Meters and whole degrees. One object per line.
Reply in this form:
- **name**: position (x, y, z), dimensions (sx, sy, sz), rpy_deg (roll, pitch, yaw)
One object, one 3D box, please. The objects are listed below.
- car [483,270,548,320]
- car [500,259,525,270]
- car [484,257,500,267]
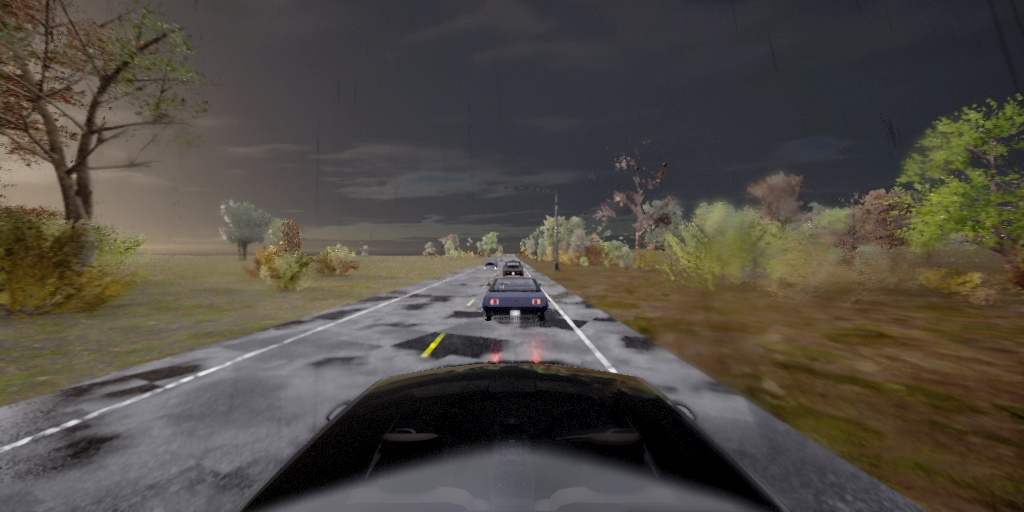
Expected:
- **car**: position (0.099, 1.341, 12.486), dimensions (1.895, 1.301, 4.718), rpy_deg (0, 0, 0)
- **car**: position (0.099, 1.211, 32.669), dimensions (1.837, 1.490, 4.892), rpy_deg (0, 0, 0)
- **car**: position (-3.554, 0.992, 60.767), dimensions (2.097, 1.767, 4.553), rpy_deg (0, 0, 0)
